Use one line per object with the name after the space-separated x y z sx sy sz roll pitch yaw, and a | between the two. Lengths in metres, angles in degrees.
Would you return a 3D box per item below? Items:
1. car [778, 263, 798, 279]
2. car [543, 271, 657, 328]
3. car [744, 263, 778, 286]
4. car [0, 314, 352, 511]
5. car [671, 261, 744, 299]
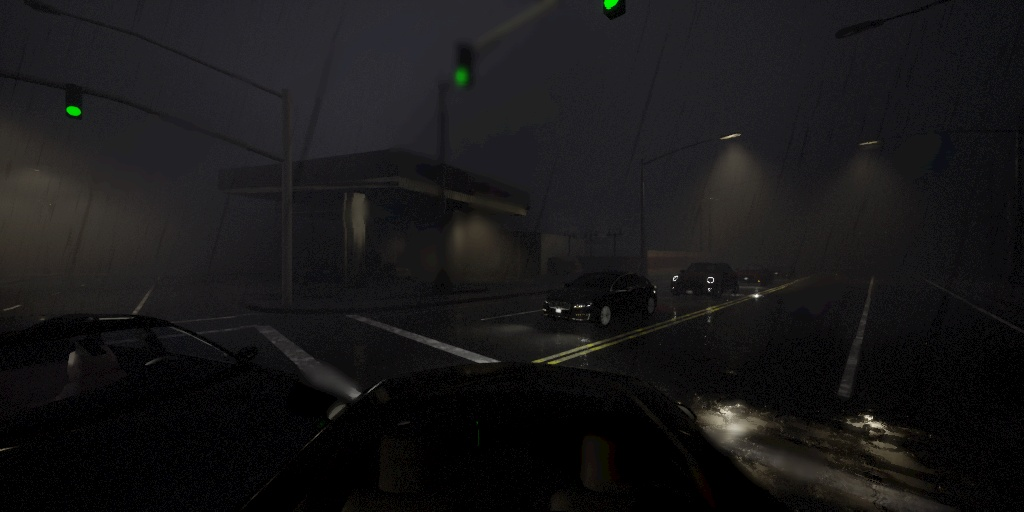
24.127 1.317 32.166 4.181 1.385 1.994 0 0 -44 | car
3.005 1.256 11.583 4.892 1.490 1.837 0 0 -45 | car
16.918 1.316 25.190 1.994 1.385 4.181 0 0 45 | car
-3.394 1.241 2.633 4.902 1.511 2.128 0 0 15 | car
9.917 1.104 18.355 4.553 1.767 2.097 0 0 -44 | car
